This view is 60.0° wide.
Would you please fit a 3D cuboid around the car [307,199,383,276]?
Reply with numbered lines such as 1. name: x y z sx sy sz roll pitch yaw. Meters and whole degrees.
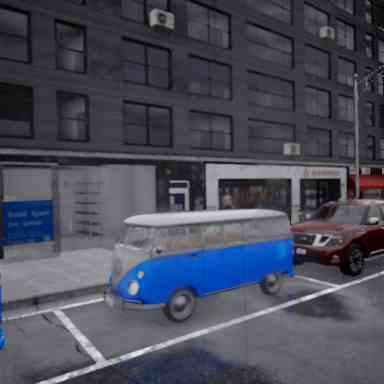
1. car: 4.864 1.174 10.046 5.009 1.841 2.192 -1 0 -36

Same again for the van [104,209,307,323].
1. van: 0.325 1.281 6.791 3.998 1.788 1.690 -1 0 -36

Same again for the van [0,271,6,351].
1. van: -4.213 1.362 3.536 3.998 1.788 1.690 -1 0 -36
